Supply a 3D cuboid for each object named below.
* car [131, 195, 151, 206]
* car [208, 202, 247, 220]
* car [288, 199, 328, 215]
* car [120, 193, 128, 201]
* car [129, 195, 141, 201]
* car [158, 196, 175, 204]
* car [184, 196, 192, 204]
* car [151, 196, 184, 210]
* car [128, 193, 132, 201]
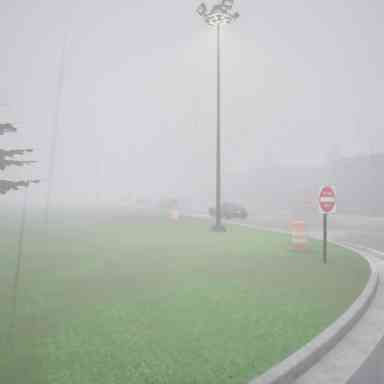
[{"bbox_3d":[-7.733,1.492,53.420,2.128,1.511,4.902,0,0,-23],"label":"car"},{"bbox_3d":[2.987,1.563,28.761,1.994,1.385,4.181,0,0,-23],"label":"car"},{"bbox_3d":[12.037,1.477,34.277,1.882,1.535,5.008,0,0,-23],"label":"car"},{"bbox_3d":[-15.820,1.225,80.552,2.150,2.045,5.566,0,0,-23],"label":"car"},{"bbox_3d":[-15.072,1.595,87.609,1.895,1.301,4.718,0,0,-23],"label":"car"},{"bbox_3d":[-5.043,1.525,64.538,1.812,1.442,4.674,0,0,-23],"label":"car"},{"bbox_3d":[-1.608,1.504,65.416,1.837,1.490,4.892,0,0,-23],"label":"car"},{"bbox_3d":[-3.302,1.492,43.222,2.128,1.511,4.902,0,0,-23],"label":"car"},{"bbox_3d":[-11.685,1.477,71.039,1.882,1.535,5.008,0,0,-23],"label":"car"}]
